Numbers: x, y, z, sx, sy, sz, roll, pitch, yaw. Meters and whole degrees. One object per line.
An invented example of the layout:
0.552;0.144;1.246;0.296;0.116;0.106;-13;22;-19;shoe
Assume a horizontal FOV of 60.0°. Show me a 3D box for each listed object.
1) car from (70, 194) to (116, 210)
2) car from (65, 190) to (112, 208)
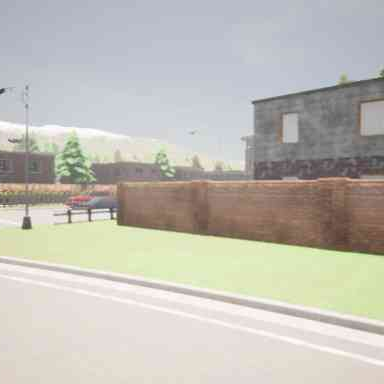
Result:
-9.366;1.207;34.494;2.033;1.411;5.357;1;1;39;car
-11.371;0.847;37.567;2.150;2.045;5.566;1;1;39;car
